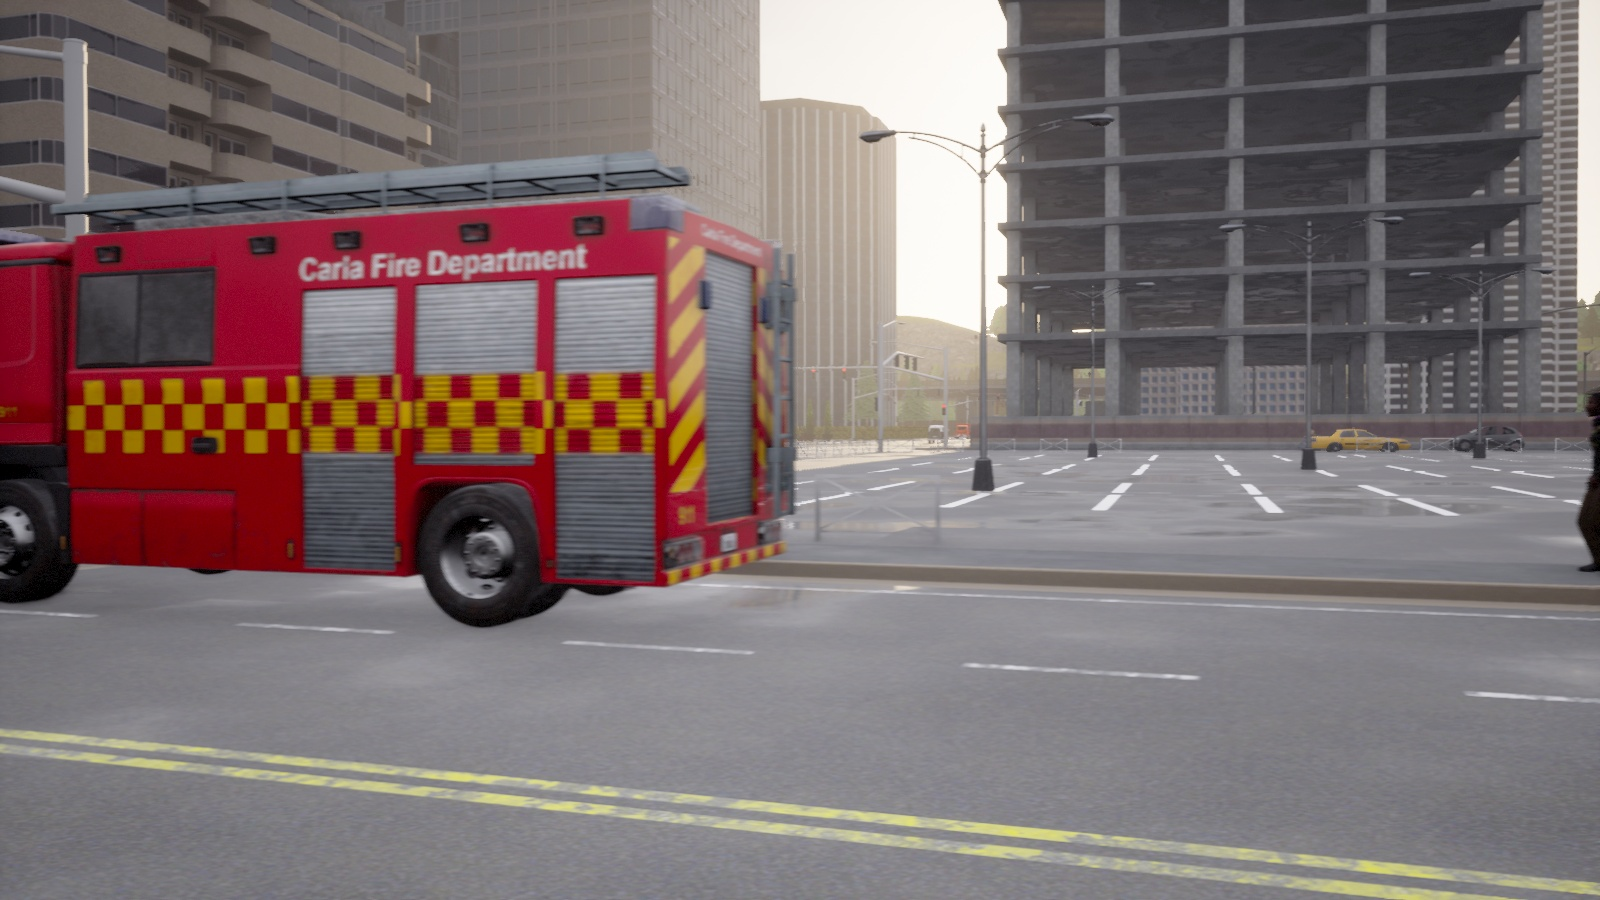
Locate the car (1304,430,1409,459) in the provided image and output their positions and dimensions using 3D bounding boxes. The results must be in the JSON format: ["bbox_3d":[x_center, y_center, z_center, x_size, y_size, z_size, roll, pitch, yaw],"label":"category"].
[{"bbox_3d":[32.122,-0.333,72.626,5.366,1.575,1.801,0,1,17],"label":"car"}]

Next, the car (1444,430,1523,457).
[{"bbox_3d":[41.867,-0.407,76.998,3.988,1.617,1.851,0,1,17],"label":"car"}]

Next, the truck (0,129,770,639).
[{"bbox_3d":[-4.770,-0.550,12.139,8.468,3.827,2.891,1,1,18],"label":"truck"}]

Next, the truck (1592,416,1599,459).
[{"bbox_3d":[48.402,-0.676,71.308,5.204,2.467,2.627,0,1,12],"label":"truck"}]

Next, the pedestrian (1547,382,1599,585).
[{"bbox_3d":[7.696,0.319,12.166,0.692,1.930,0.395,1,1,19],"label":"pedestrian"}]
